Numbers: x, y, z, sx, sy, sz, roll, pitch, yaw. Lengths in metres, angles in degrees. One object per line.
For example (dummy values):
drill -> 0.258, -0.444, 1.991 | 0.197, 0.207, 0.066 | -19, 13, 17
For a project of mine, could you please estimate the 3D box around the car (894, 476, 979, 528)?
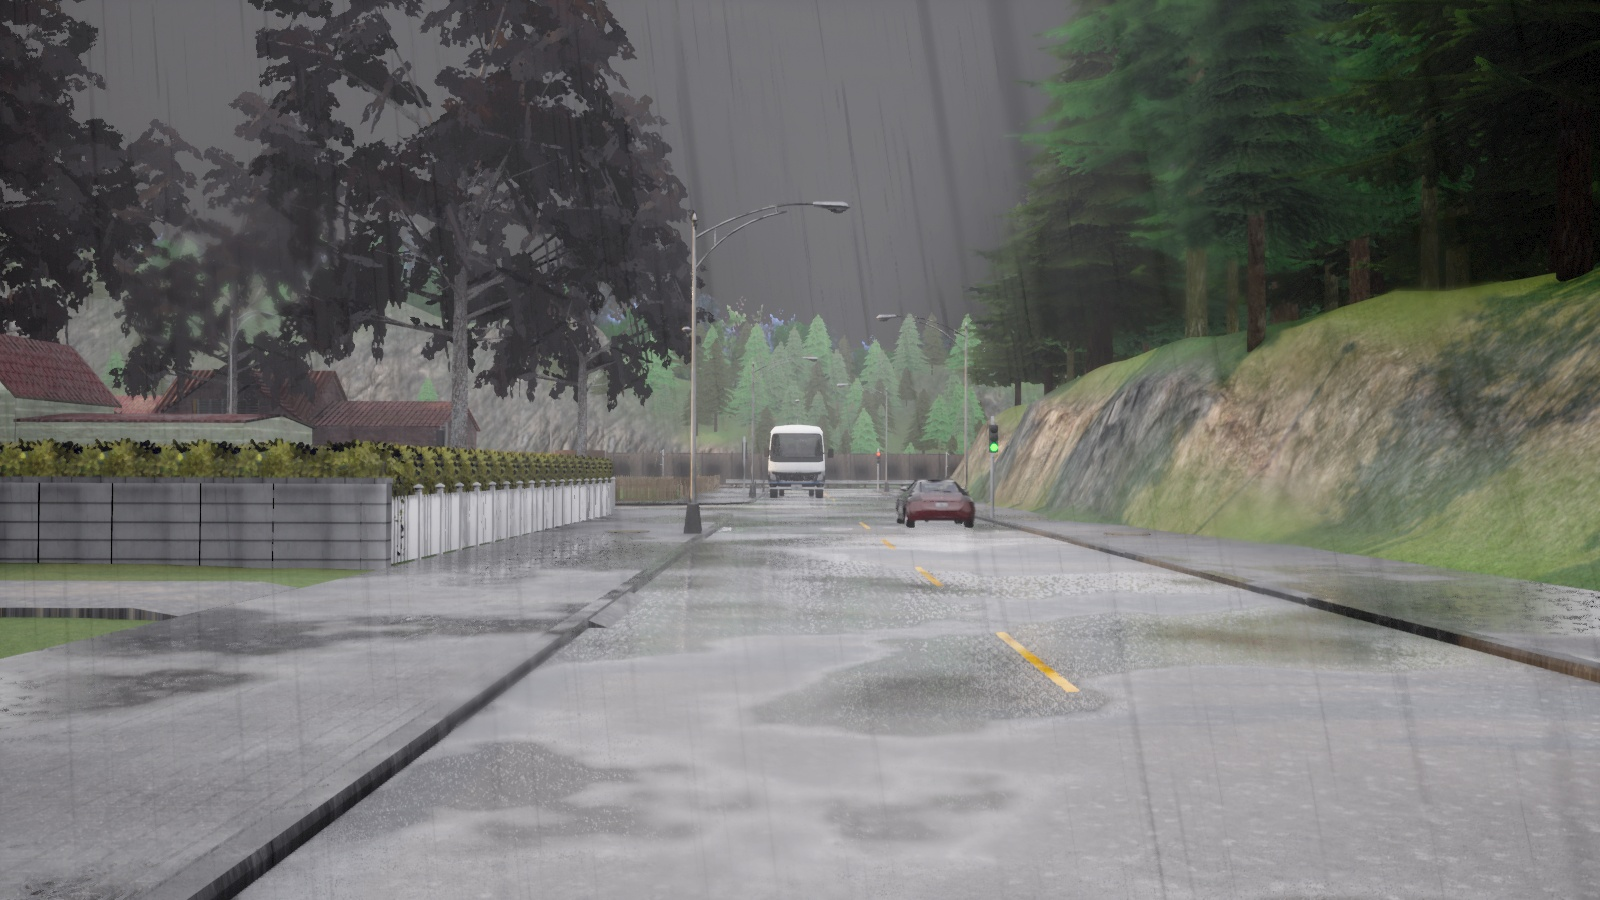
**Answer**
car -> 3.909, 1.477, 36.642 | 1.994, 1.385, 4.181 | 0, -1, 0

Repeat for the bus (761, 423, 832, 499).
bus -> -0.192, 0.698, 75.175 | 3.944, 4.253, 10.273 | 0, -1, 0
